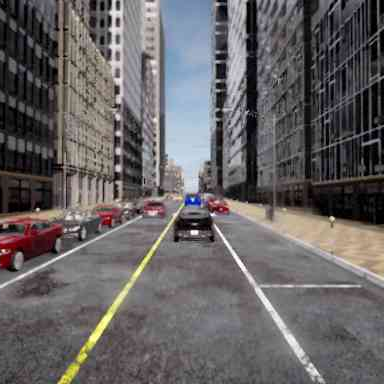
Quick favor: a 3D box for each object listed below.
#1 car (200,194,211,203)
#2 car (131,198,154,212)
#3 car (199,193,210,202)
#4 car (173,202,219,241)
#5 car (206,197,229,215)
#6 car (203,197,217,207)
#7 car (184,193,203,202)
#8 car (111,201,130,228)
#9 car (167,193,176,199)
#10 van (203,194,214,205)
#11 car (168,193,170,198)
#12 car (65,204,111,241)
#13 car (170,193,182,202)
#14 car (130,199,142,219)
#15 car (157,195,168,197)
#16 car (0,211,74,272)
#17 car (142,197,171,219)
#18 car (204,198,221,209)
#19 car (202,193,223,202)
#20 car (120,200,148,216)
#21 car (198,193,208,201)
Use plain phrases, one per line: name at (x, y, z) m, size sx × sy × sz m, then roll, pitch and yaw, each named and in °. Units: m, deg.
car at (2.706, 1.302, 66.632) m, size 1.967 × 1.590 × 4.097 m, roll 1°, pitch 0°, yaw 0°
car at (-5.676, 1.463, 38.664) m, size 1.887 × 1.381 × 4.507 m, roll 1°, pitch 0°, yaw 0°
car at (2.708, 1.166, 72.210) m, size 2.192 × 1.841 × 5.009 m, roll 1°, pitch 0°, yaw 0°
car at (0.100, 1.469, 16.551) m, size 1.837 × 1.490 × 4.892 m, roll 0°, pitch 0°, yaw 0°
car at (2.704, 1.475, 33.170) m, size 1.887 × 1.381 × 4.507 m, roll 1°, pitch 0°, yaw 0°
car at (2.703, 1.477, 49.902) m, size 1.802 × 1.307 × 4.206 m, roll 1°, pitch 0°, yaw 0°
car at (0.100, 1.128, 44.789) m, size 2.150 × 2.045 × 5.566 m, roll 0°, pitch 0°, yaw 0°
car at (-5.676, 1.498, 21.939) m, size 1.887 × 1.381 × 4.507 m, roll 1°, pitch 0°, yaw 0°
car at (-5.672, 1.124, 94.415) m, size 2.192 × 1.841 × 5.009 m, roll 1°, pitch 0°, yaw 0°
van at (2.708, 1.225, 55.478) m, size 1.690 × 1.788 × 3.998 m, roll 1°, pitch 0°, yaw 0°
car at (-5.677, 1.412, 83.265) m, size 1.802 × 1.307 × 4.206 m, roll 1°, pitch 0°, yaw 0°
car at (-5.676, 1.516, 16.363) m, size 2.008 × 1.369 × 4.403 m, roll 1°, pitch 0°, yaw 0°
car at (-3.001, 1.308, 69.129) m, size 1.882 × 1.535 × 5.008 m, roll 0°, pitch 0°, yaw 0°
car at (-5.676, 1.492, 27.514) m, size 2.008 × 1.369 × 4.403 m, roll 1°, pitch 0°, yaw 0°
car at (-5.677, 1.435, 55.389) m, size 2.008 × 1.369 × 4.403 m, roll 1°, pitch 0°, yaw 0°
car at (-5.676, 1.522, 10.788) m, size 1.887 × 1.381 × 4.507 m, roll 1°, pitch 0°, yaw 0°
car at (-3.097, 1.465, 28.445) m, size 1.812 × 1.442 × 4.674 m, roll 0°, pitch 0°, yaw 0°
car at (2.704, 1.473, 44.325) m, size 1.947 × 1.339 × 4.313 m, roll 1°, pitch 0°, yaw 0°
car at (2.709, 1.233, 38.747) m, size 2.192 × 1.841 × 5.009 m, roll 1°, pitch 0°, yaw 0°
car at (-5.677, 1.496, 33.089) m, size 1.947 × 1.339 × 4.313 m, roll 1°, pitch 0°, yaw 0°
car at (2.708, 1.145, 83.365) m, size 2.192 × 1.841 × 5.009 m, roll 1°, pitch 0°, yaw 0°
